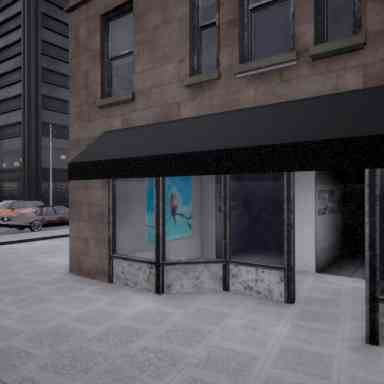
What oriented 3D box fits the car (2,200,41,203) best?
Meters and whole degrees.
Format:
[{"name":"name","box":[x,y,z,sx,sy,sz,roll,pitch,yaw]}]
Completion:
[{"name":"car","box":[-11.345,1.311,21.002,2.097,1.767,4.553,0,0,35]}]

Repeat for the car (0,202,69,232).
[{"name":"car","box":[-8.427,1.492,19.754,2.033,1.411,5.357,0,0,35]}]
